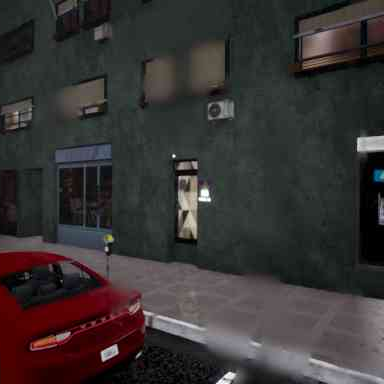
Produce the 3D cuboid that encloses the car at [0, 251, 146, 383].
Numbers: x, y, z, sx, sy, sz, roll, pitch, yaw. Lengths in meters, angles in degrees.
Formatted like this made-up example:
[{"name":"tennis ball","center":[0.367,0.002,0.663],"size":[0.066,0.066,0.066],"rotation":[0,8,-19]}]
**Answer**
[{"name":"car","center":[-2.676,1.544,4.772],"size":[4.507,1.381,1.887],"rotation":[0,0,35]}]
